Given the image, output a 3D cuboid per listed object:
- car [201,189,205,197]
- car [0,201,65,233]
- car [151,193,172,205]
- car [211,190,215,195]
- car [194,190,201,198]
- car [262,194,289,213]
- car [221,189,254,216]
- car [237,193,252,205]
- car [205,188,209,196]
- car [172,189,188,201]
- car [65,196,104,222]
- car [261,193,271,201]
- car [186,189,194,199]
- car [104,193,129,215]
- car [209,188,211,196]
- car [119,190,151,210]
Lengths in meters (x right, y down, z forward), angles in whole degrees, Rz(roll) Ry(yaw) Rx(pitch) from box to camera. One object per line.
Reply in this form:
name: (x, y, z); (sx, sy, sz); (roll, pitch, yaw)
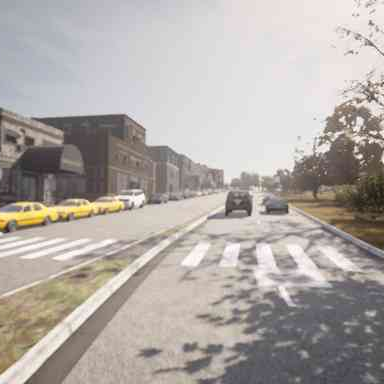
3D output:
car: (1.187, 0.444, 78.505); (1.946, 1.575, 5.366); (0, 1, 10)
car: (-9.730, 1.285, 18.726); (1.946, 1.575, 5.366); (0, 1, 11)
car: (-4.715, 0.930, 46.172); (2.163, 1.488, 4.792); (0, 1, 10)
car: (4.188, -0.034, 94.961); (2.435, 2.045, 5.566); (0, 1, 10)
car: (-0.101, 0.544, 71.755); (2.231, 1.521, 4.892); (0, 1, 11)
car: (7.759, 1.159, 30.657); (1.994, 1.385, 4.181); (0, 1, 10)
car: (4.077, 0.869, 28.660); (2.150, 2.045, 5.566); (0, 1, 11)
car: (7.102, 0.917, 45.077); (1.837, 1.490, 4.892); (0, 1, 11)
car: (2.217, 0.243, 84.151); (2.185, 1.767, 4.553); (0, 1, 10)
car: (-2.722, 0.749, 57.078); (2.231, 1.521, 4.892); (0, 1, 10)
car: (-8.729, 1.206, 24.157); (1.946, 1.575, 5.366); (0, 1, 10)
car: (10.371, 0.919, 44.753); (1.812, 1.442, 4.674); (0, 1, 11)
car: (-1.738, 0.421, 62.475); (2.435, 2.045, 5.566); (0, 1, 10)
car: (-7.738, 1.130, 29.591); (1.946, 1.575, 5.366); (0, 1, 10)
car: (3.170, 0.292, 89.375); (1.946, 1.575, 5.366); (0, 1, 10)
car: (-6.694, 0.802, 35.301); (2.435, 2.045, 5.566); (0, 1, 10)
